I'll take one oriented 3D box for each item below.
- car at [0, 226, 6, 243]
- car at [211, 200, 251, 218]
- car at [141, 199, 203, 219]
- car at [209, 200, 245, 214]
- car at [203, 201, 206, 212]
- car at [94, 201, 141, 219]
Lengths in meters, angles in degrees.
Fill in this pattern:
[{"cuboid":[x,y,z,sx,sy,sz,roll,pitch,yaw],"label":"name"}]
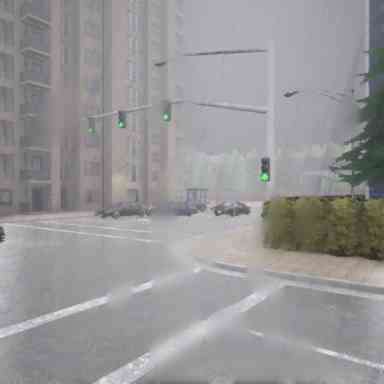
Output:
[{"cuboid":[-9.545,1.505,12.238,1.837,1.490,4.892,0,0,36],"label":"car"},{"cuboid":[3.717,1.526,30.491,1.812,1.442,4.674,0,0,36],"label":"car"},{"cuboid":[-1.624,1.547,29.414,2.033,1.411,5.357,0,0,36],"label":"car"},{"cuboid":[4.029,1.601,37.158,1.895,1.301,4.718,0,0,36],"label":"car"},{"cuboid":[-0.270,1.492,37.206,2.128,1.511,4.902,0,0,36],"label":"car"},{"cuboid":[-5.960,1.547,29.407,2.033,1.411,5.357,0,0,36],"label":"car"}]
